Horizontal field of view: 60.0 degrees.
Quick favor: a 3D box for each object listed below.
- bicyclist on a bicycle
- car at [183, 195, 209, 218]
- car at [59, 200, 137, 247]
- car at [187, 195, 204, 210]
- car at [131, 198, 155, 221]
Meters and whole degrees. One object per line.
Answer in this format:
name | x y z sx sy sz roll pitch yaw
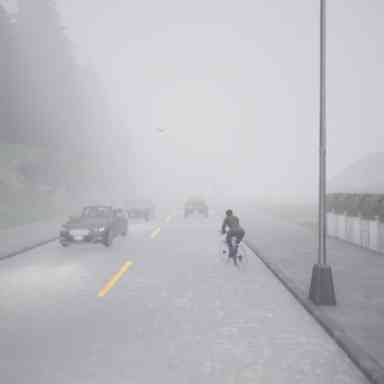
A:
bicyclist on a bicycle | 1.138 1.334 9.483 0.582 1.620 1.656 0 0 -20
car | 0.338 1.199 26.775 1.837 1.490 4.892 0 1 1
car | -3.978 1.330 14.175 2.128 1.511 4.902 0 1 1
car | 0.411 1.104 36.905 1.812 1.442 4.674 0 1 1
car | -3.865 1.198 24.442 1.882 1.535 5.008 0 1 1
